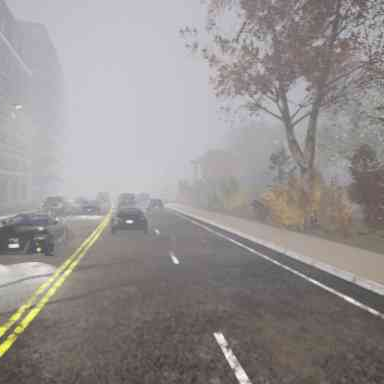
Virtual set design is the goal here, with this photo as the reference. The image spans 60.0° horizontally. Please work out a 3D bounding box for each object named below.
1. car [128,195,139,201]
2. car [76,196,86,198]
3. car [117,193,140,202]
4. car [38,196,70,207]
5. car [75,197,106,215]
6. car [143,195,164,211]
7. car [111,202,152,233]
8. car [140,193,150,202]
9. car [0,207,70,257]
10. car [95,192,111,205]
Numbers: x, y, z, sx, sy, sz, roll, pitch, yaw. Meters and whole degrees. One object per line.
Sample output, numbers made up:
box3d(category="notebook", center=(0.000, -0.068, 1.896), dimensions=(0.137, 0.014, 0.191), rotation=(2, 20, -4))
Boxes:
box3d(category="car", center=(-13.550, 1.347, 76.631), dimensions=(1.994, 1.385, 4.181), rotation=(1, 0, -15))
box3d(category="car", center=(-17.714, 1.283, 53.744), dimensions=(1.994, 1.385, 4.181), rotation=(1, 0, -13))
box3d(category="car", center=(-8.084, 1.108, 41.373), dimensions=(2.150, 2.045, 5.566), rotation=(1, 0, -12))
box3d(category="car", center=(-12.677, 1.150, 30.775), dimensions=(2.097, 1.767, 4.553), rotation=(1, 0, -12))
box3d(category="car", center=(-9.460, 1.420, 31.243), dimensions=(1.994, 1.385, 4.181), rotation=(1, 0, -12))
box3d(category="car", center=(-4.453, 1.458, 39.918), dimensions=(1.837, 1.490, 4.892), rotation=(1, 0, -12))
box3d(category="car", center=(-3.606, 1.518, 19.269), dimensions=(1.994, 1.385, 4.181), rotation=(1, 0, -10))
box3d(category="car", center=(-8.263, 1.111, 56.502), dimensions=(2.150, 2.045, 5.566), rotation=(1, 0, -13))
box3d(category="car", center=(-5.833, 1.471, 12.230), dimensions=(1.994, 1.385, 4.181), rotation=(1, 0, -10))
box3d(category="car", center=(-14.603, 0.987, 54.761), dimensions=(2.150, 2.045, 5.566), rotation=(1, 0, -14))
